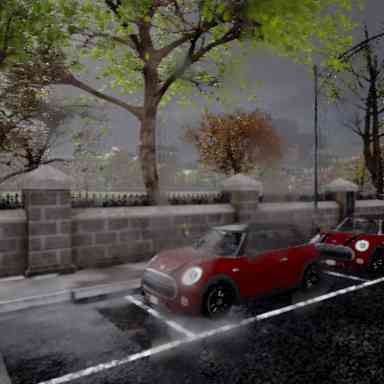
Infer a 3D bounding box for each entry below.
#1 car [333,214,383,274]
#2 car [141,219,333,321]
[{"bbox_3d":[5.522,1.449,10.499,4.097,1.590,1.967,0,0,-35],"label":"car"},{"bbox_3d":[0.939,1.444,7.231,4.097,1.590,1.967,0,0,-35],"label":"car"}]
